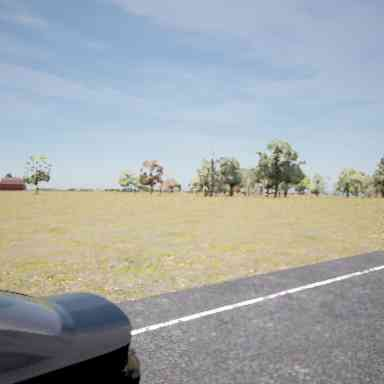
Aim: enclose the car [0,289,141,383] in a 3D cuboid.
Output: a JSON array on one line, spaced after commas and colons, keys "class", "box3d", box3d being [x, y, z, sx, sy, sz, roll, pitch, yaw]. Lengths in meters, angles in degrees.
[{"class": "car", "box3d": [-2.772, 1.472, 2.015, 5.008, 1.535, 1.882, 0, 0, -35]}]
